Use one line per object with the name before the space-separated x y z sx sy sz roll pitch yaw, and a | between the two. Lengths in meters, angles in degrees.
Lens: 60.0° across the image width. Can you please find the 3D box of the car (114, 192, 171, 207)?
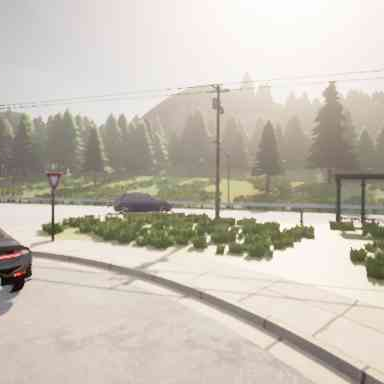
car | -3.794 0.821 26.254 4.553 1.767 2.097 0 2 -18

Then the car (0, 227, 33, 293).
car | -5.306 1.313 7.151 4.902 1.511 2.128 1 1 38
